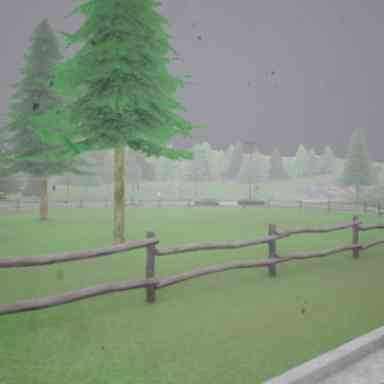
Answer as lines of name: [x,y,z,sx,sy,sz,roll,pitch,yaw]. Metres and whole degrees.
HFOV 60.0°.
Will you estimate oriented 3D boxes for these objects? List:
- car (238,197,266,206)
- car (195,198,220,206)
car: [10.041,1.649,55.819,4.674,1.442,1.812,0,0,30]
car: [2.603,1.669,55.535,4.181,1.385,1.994,0,0,17]
